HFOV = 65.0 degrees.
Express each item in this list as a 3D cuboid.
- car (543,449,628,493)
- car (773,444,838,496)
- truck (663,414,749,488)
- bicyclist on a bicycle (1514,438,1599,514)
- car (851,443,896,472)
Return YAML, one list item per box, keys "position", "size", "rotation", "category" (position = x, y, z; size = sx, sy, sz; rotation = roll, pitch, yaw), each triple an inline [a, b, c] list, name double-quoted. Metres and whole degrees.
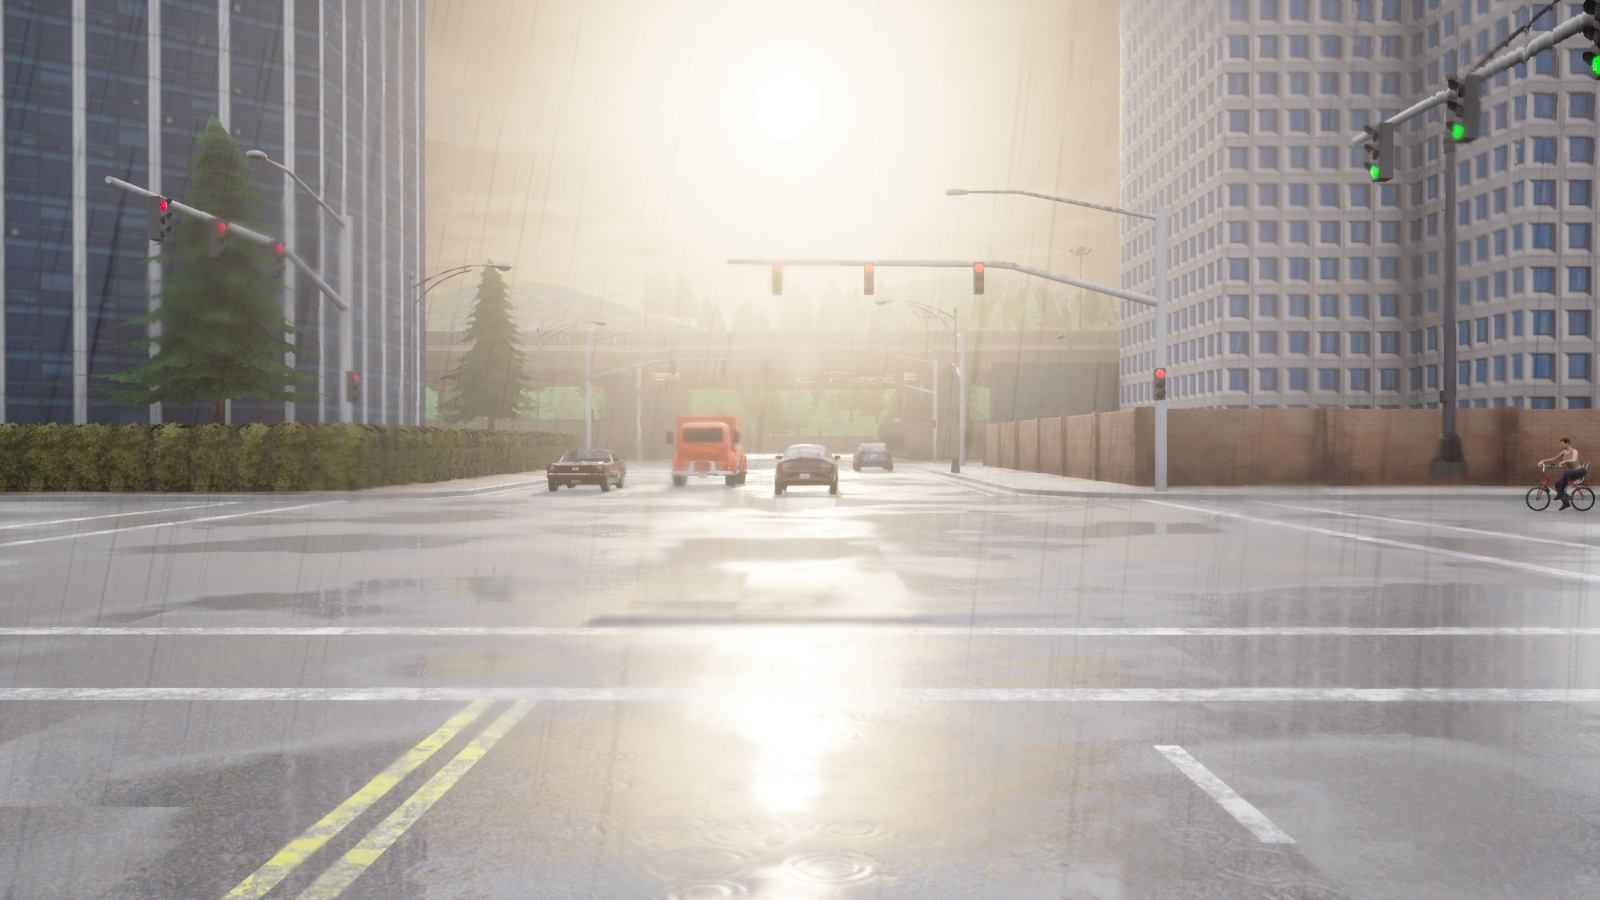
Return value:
- position: [-6.769, 0.615, 40.157]
  size: [1.895, 1.301, 4.718]
  rotation: [0, 0, 0]
  category: "car"
- position: [0.223, 0.558, 37.943]
  size: [1.812, 1.442, 4.674]
  rotation: [0, 0, 2]
  category: "car"
- position: [-3.246, 0.006, 44.496]
  size: [2.627, 2.467, 5.204]
  rotation: [0, 0, 0]
  category: "truck"
- position: [16.392, 0.543, 27.066]
  size: [1.509, 1.612, 0.866]
  rotation: [0, 0, 0]
  category: "bicyclist on a bicycle"
- position: [3.876, 0.370, 67.134]
  size: [2.163, 1.488, 4.792]
  rotation: [0, 0, 0]
  category: "car"
